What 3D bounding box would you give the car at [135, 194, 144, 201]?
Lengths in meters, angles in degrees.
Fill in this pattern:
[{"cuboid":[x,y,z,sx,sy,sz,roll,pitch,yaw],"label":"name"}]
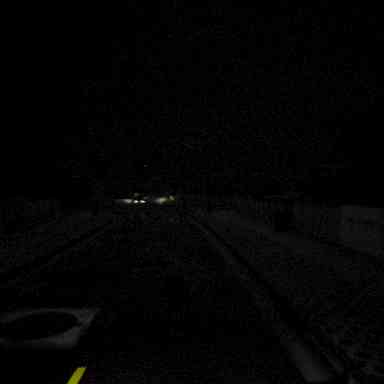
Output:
[{"cuboid":[-12.917,1.333,81.889,2.097,1.767,4.553,0,0,-9],"label":"car"}]
